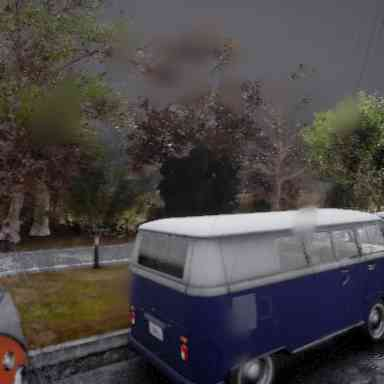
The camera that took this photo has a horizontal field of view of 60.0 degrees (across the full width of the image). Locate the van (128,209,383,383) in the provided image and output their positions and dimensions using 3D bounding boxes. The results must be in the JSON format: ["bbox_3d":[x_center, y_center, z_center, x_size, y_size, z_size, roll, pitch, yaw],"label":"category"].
[{"bbox_3d":[1.379,1.292,4.990,4.442,1.987,1.878,0,-1,-35],"label":"van"}]

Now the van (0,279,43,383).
[{"bbox_3d":[-3.224,1.228,1.816,4.442,1.987,1.878,0,-2,-35],"label":"van"}]
